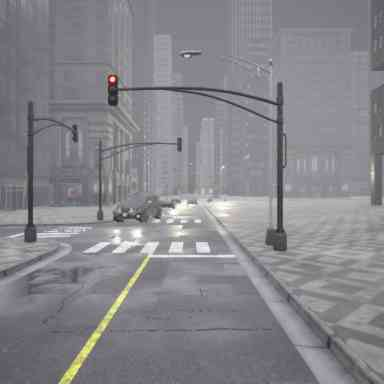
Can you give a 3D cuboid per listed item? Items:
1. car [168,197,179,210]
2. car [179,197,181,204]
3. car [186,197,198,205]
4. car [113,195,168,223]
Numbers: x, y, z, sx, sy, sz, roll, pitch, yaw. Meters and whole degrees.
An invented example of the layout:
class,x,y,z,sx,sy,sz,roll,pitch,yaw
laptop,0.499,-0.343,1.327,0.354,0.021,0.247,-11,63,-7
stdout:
class,x,y,z,sx,sy,sz,roll,pitch,yaw
car,-3.074,1.604,43.062,1.895,1.301,4.718,0,0,0
car,-2.977,1.615,62.252,1.895,1.301,4.718,0,0,0
car,0.026,1.559,57.639,2.033,1.411,5.357,0,0,0
car,-3.981,1.227,25.685,2.150,2.045,5.566,0,0,14
